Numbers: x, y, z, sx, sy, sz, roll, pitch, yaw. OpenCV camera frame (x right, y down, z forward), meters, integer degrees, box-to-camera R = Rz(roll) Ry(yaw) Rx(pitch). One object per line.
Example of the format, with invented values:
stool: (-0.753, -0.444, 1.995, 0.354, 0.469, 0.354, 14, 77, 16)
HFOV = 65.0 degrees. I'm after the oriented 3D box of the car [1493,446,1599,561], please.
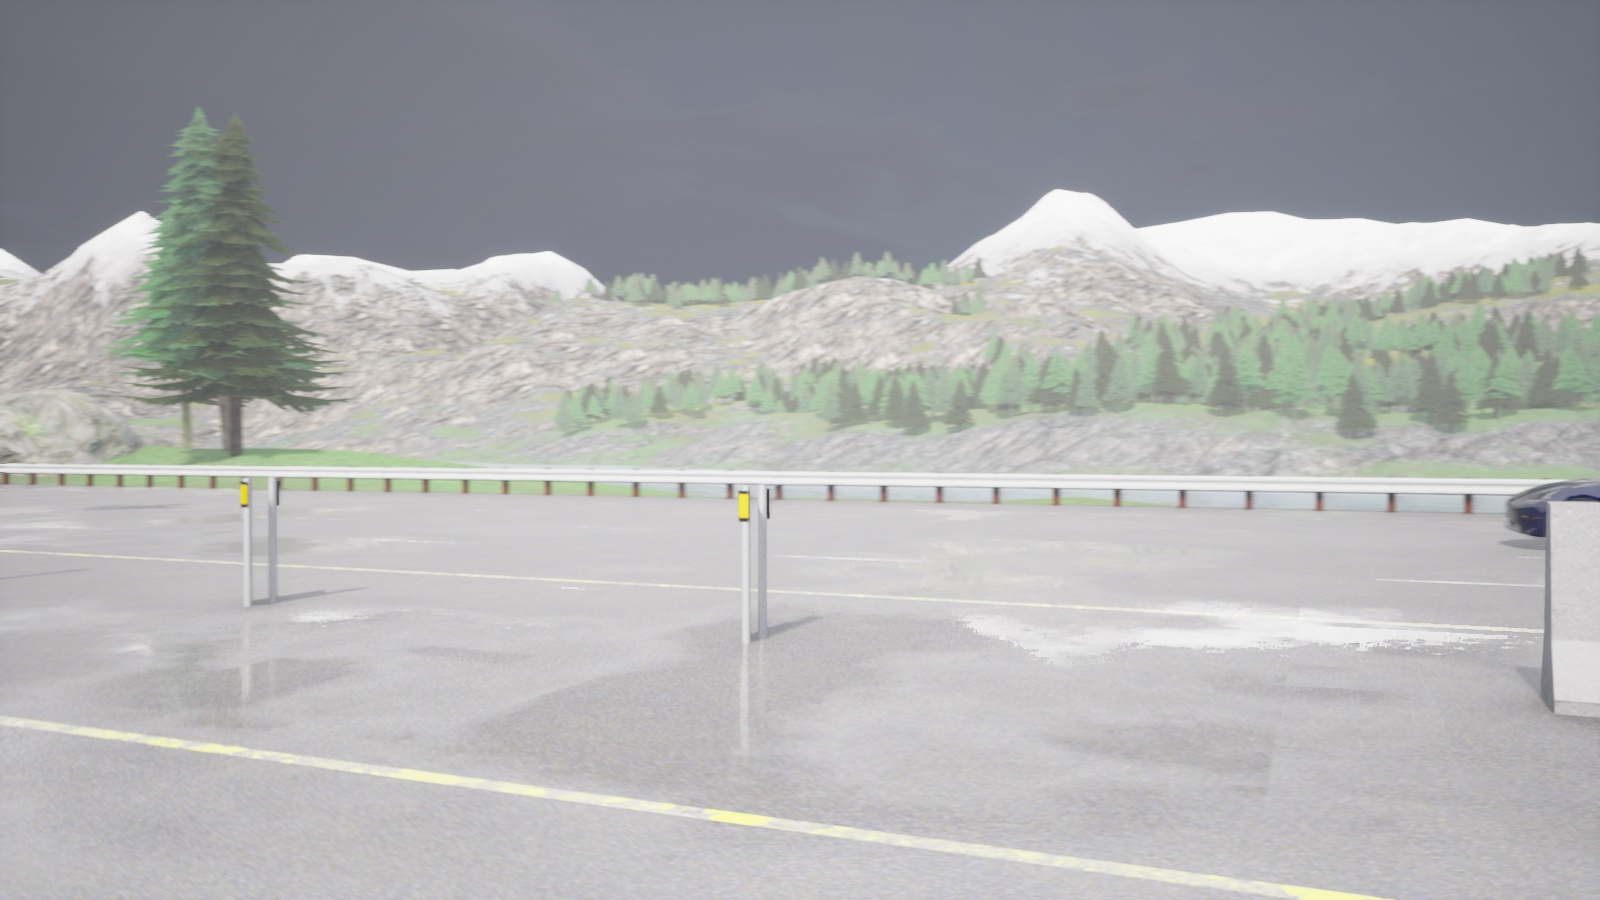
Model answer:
car: (12.179, 0.716, 16.908, 4.792, 1.488, 2.163, 1, 1, 24)
